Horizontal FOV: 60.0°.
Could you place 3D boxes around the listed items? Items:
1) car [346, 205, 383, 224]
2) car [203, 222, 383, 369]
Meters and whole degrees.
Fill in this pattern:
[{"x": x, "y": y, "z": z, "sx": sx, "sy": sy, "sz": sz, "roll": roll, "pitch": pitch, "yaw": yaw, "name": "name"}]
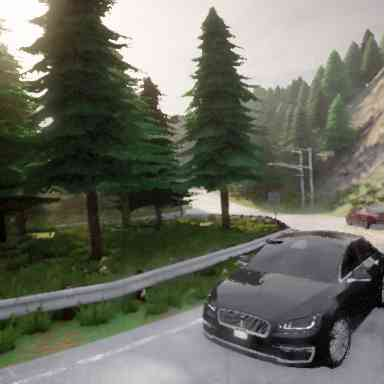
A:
[{"x": 12.099, "y": 1.611, "z": 22.620, "sx": 1.812, "sy": 1.442, "sz": 4.674, "roll": -4, "pitch": -2, "yaw": 5, "name": "car"}, {"x": 2.154, "y": 1.525, "z": 5.985, "sx": 1.837, "sy": 1.490, "sz": 4.892, "roll": 0, "pitch": -1, "yaw": 40, "name": "car"}]
